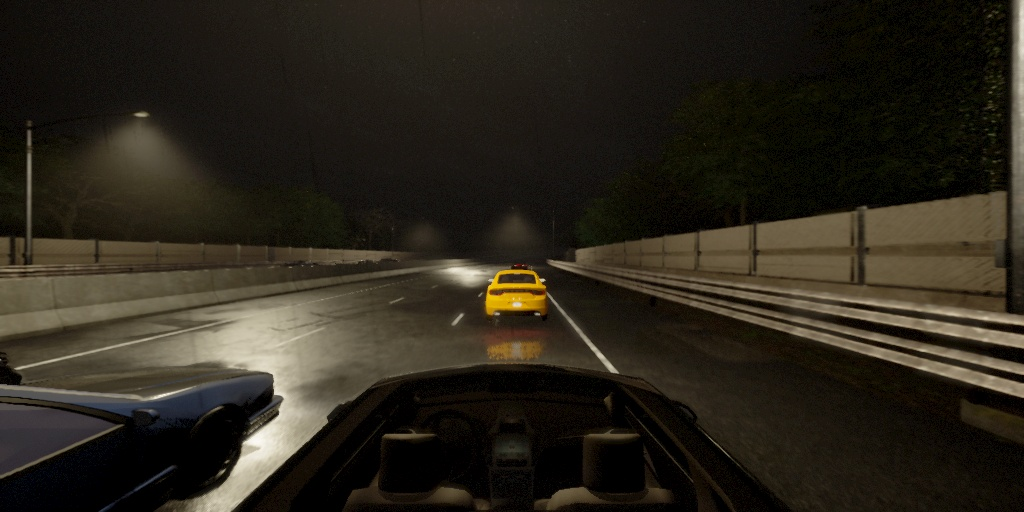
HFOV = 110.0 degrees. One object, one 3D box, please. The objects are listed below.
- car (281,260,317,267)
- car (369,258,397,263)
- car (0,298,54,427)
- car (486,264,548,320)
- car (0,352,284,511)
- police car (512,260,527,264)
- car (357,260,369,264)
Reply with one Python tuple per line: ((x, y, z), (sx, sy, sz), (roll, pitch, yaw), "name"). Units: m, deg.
((-23.916, 1.237, 40.343), (2.128, 1.511, 4.902), (0, 0, 2), "car")
((-16.643, 1.120, 47.486), (2.097, 1.767, 4.553), (0, 0, 3), "car")
((-6.890, 1.273, 2.341), (1.812, 1.442, 4.674), (0, 0, 0), "car")
((0.172, 1.228, 12.670), (1.882, 1.535, 5.008), (0, 0, 1), "car")
((-3.398, 1.297, 1.387), (2.033, 1.411, 5.357), (0, 0, 0), "car")
((0.906, 1.293, 43.740), (2.038, 1.542, 4.974), (0, 0, 2), "police car")
((-20.041, 1.260, 49.766), (2.128, 1.511, 4.902), (0, 0, 3), "car")
